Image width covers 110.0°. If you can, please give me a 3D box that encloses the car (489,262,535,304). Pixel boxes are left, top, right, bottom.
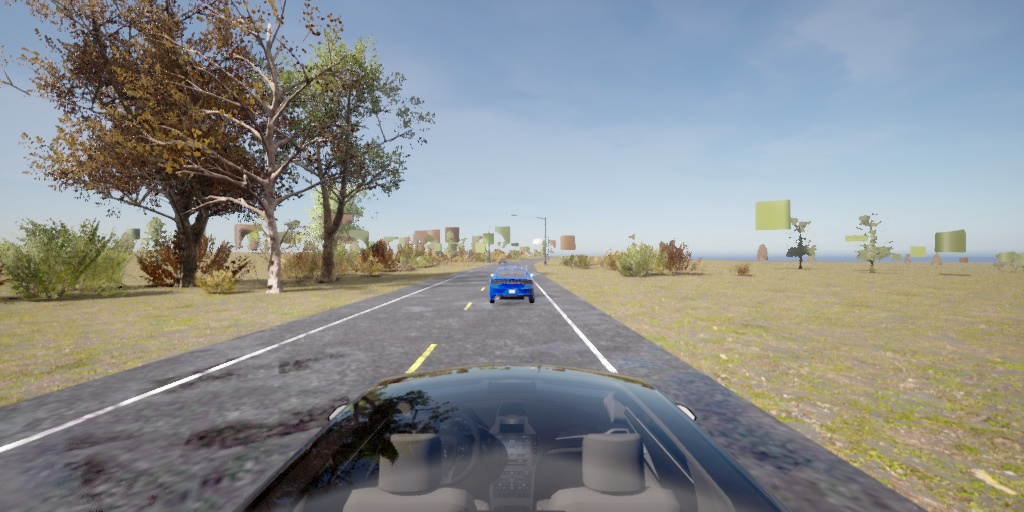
[{"bbox_3d":[0.000,1.235,16.500,1.882,1.535,5.008,0,0,0],"label":"car"}]

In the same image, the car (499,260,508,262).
[{"bbox_3d":[0.004,1.324,31.494,1.994,1.385,4.181,0,0,0],"label":"car"}]
